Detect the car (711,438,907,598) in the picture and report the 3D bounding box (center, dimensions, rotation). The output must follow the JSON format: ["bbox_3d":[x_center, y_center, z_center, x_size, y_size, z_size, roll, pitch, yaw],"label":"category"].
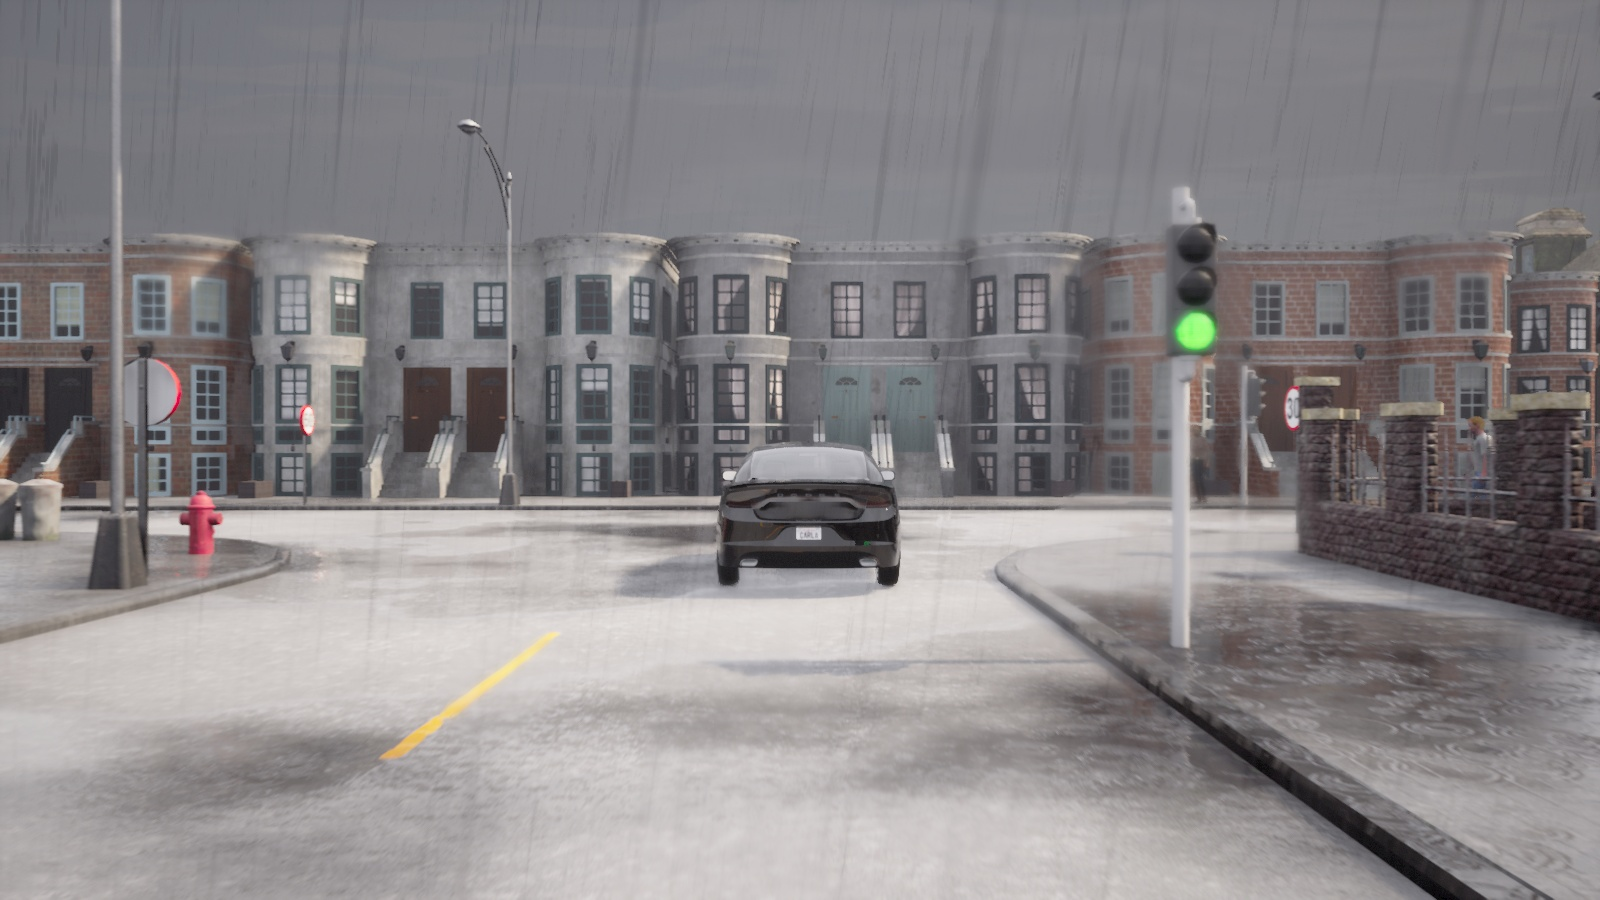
[{"bbox_3d":[0.098,0.640,14.587,1.882,1.535,5.008,0,0,0],"label":"car"}]

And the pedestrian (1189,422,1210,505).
[{"bbox_3d":[9.050,0.300,28.426,0.331,1.846,0.634,0,0,29],"label":"pedestrian"}]

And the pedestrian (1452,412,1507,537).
[{"bbox_3d":[10.146,0.363,18.752,0.706,1.836,0.354,0,0,31],"label":"pedestrian"}]

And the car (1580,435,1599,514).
[{"bbox_3d":[18.357,0.513,25.405,3.988,1.617,1.851,0,0,1],"label":"car"}]
